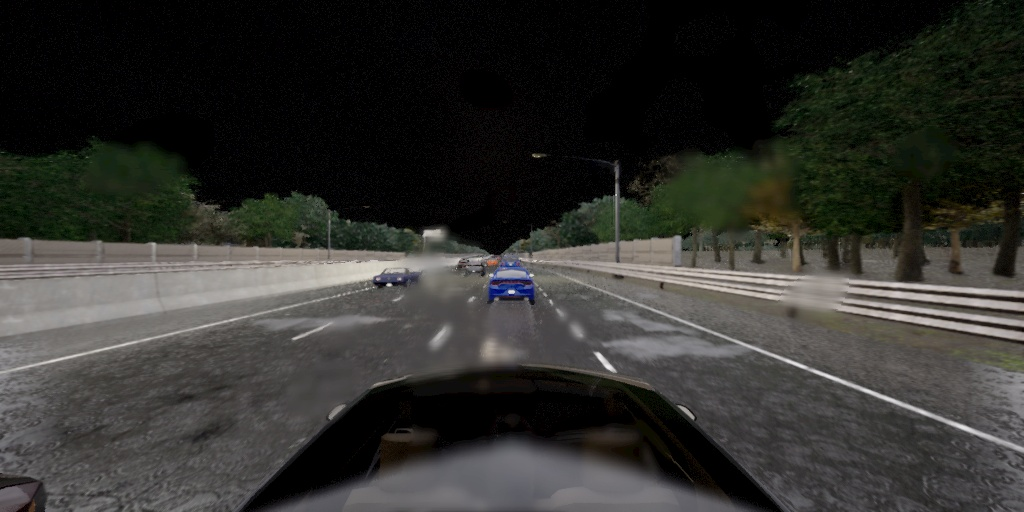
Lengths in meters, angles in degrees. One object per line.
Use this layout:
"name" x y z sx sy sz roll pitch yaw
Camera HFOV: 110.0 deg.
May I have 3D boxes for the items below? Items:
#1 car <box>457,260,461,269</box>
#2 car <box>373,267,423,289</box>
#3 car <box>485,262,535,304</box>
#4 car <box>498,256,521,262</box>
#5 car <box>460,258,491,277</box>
"car" -7.306 1.268 55.564 1.837 1.490 4.892 0 0 -1
"car" -7.049 1.359 22.798 1.895 1.301 4.718 0 0 0
"car" -0.025 1.233 16.340 1.882 1.535 5.008 0 0 0
"car" -0.153 0.974 39.569 2.150 2.045 5.566 0 0 0
"car" -3.629 1.245 36.347 2.128 1.511 4.902 0 0 0
